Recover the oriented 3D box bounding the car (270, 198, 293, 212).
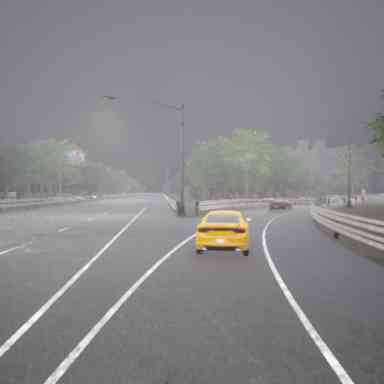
[{"bbox_3d":[10.919,1.523,40.571,1.882,1.535,5.008,0,0,29],"label":"car"}]

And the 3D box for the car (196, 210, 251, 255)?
[{"bbox_3d":[1.358,1.486,13.581,1.882,1.535,5.008,0,0,9],"label":"car"}]
